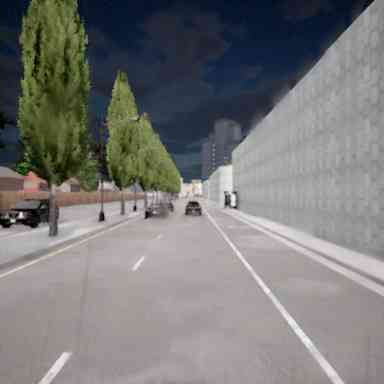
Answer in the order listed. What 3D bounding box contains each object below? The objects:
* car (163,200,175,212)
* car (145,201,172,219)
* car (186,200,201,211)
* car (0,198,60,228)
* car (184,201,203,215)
[{"bbox_3d":[-3.388,1.870,44.915,1.837,1.490,4.892,0,0,1],"label":"car"},{"bbox_3d":[-3.385,1.825,32.304,1.994,1.385,4.181,0,0,1],"label":"car"},{"bbox_3d":[0.182,1.939,47.754,2.033,1.411,5.357,0,0,0],"label":"car"},{"bbox_3d":[-11.461,1.498,24.049,2.150,2.045,5.566,0,0,0],"label":"car"},{"bbox_3d":[0.164,1.814,37.529,1.837,1.490,4.892,0,0,0],"label":"car"}]
